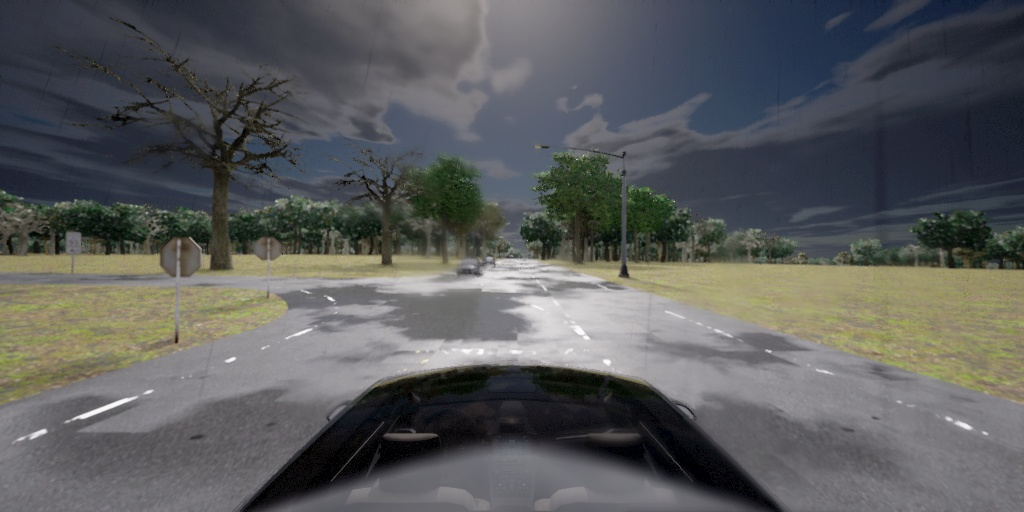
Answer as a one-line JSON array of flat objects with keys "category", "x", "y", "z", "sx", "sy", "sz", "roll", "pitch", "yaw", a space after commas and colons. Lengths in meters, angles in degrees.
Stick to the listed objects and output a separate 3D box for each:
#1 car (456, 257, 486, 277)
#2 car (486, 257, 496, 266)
[{"category": "car", "x": -3.482, "y": 0.981, "z": 30.300, "sx": 1.837, "sy": 1.490, "sz": 4.892, "roll": 0, "pitch": 0, "yaw": 0}, {"category": "car", "x": -3.526, "y": 0.816, "z": 55.804, "sx": 1.812, "sy": 1.442, "sz": 4.674, "roll": 0, "pitch": 0, "yaw": 0}]
